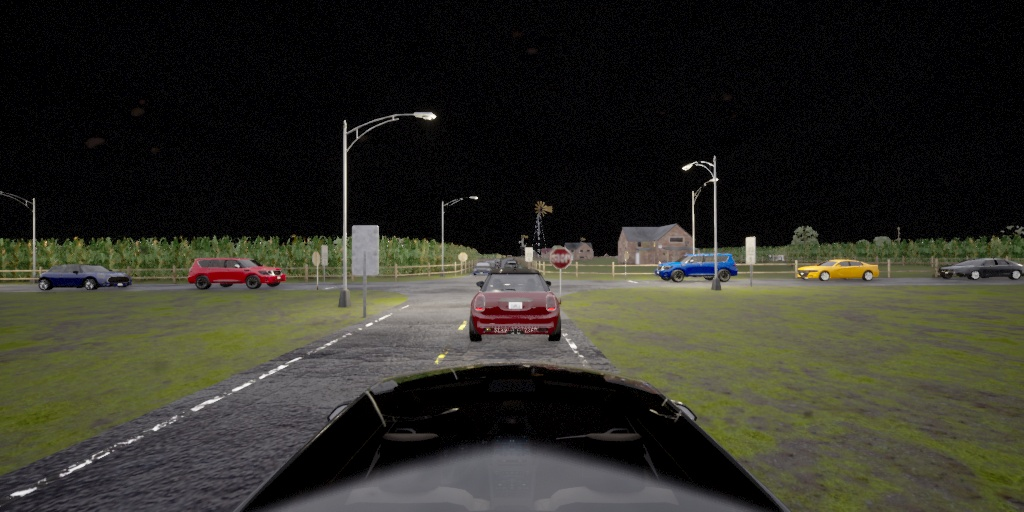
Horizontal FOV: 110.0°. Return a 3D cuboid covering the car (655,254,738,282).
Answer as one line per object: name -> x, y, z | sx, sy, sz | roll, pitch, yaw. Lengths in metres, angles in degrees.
car -> 13.564, 0.851, 26.519 | 5.566, 2.045, 2.150 | -1, 0, 0

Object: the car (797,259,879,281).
car -> 23.871, 1.014, 26.377 | 5.008, 1.535, 1.882 | -1, 0, 1

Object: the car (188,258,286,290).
car -> -18.350, 1.127, 24.010 | 5.566, 2.045, 2.150 | -1, 0, 1

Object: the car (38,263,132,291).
car -> -28.603, 1.351, 24.150 | 4.553, 1.767, 2.097 | -1, 0, 1

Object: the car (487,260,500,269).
car -> -3.005, 1.359, 58.783 | 1.994, 1.385, 4.181 | 0, 0, 0

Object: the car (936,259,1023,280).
car -> 34.233, 0.949, 26.230 | 4.892, 1.490, 1.837 | -1, 0, 0

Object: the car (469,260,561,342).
car -> 0.058, 1.103, 9.982 | 2.097, 1.767, 4.553 | 0, 0, -1
